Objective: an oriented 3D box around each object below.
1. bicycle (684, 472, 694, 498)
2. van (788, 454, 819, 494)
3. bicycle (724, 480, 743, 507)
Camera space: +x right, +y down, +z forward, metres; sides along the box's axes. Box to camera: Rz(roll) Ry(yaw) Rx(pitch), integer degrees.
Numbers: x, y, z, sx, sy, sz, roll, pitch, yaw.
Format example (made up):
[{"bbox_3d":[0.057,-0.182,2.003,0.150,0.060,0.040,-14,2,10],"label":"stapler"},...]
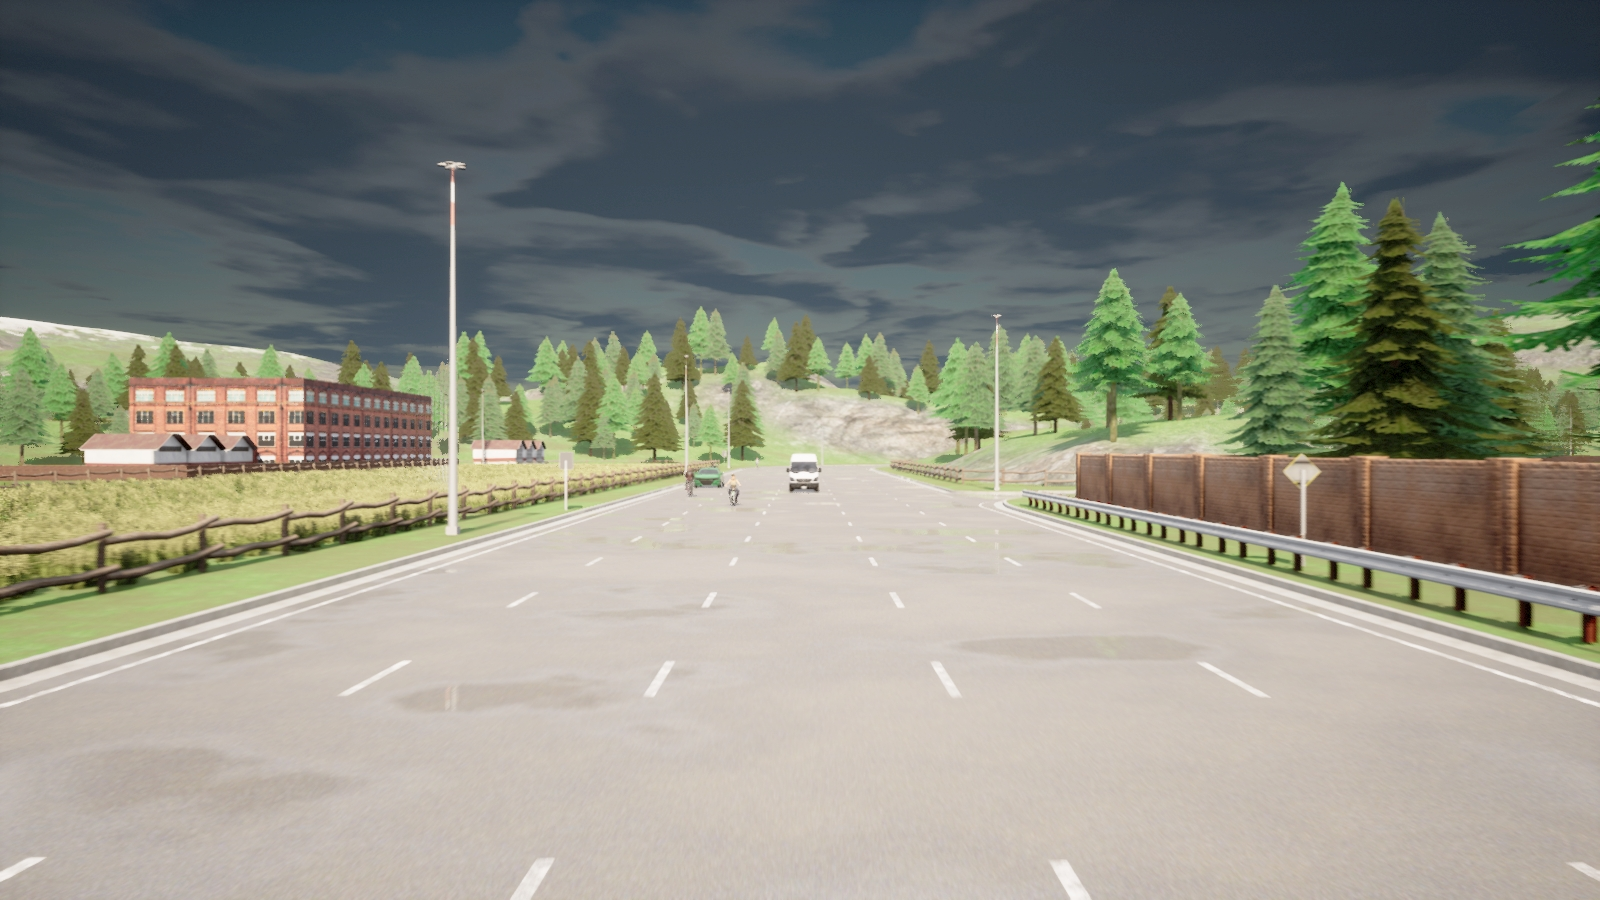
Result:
[{"bbox_3d":[-6.531,2.058,67.163,0.329,1.471,1.835,0,0,2],"label":"bicycle"},{"bbox_3d":[0.266,1.532,76.281,1.988,2.561,5.915,0,0,0],"label":"van"},{"bbox_3d":[-3.306,2.156,56.626,0.859,1.276,1.487,0,0,0],"label":"bicycle"}]
